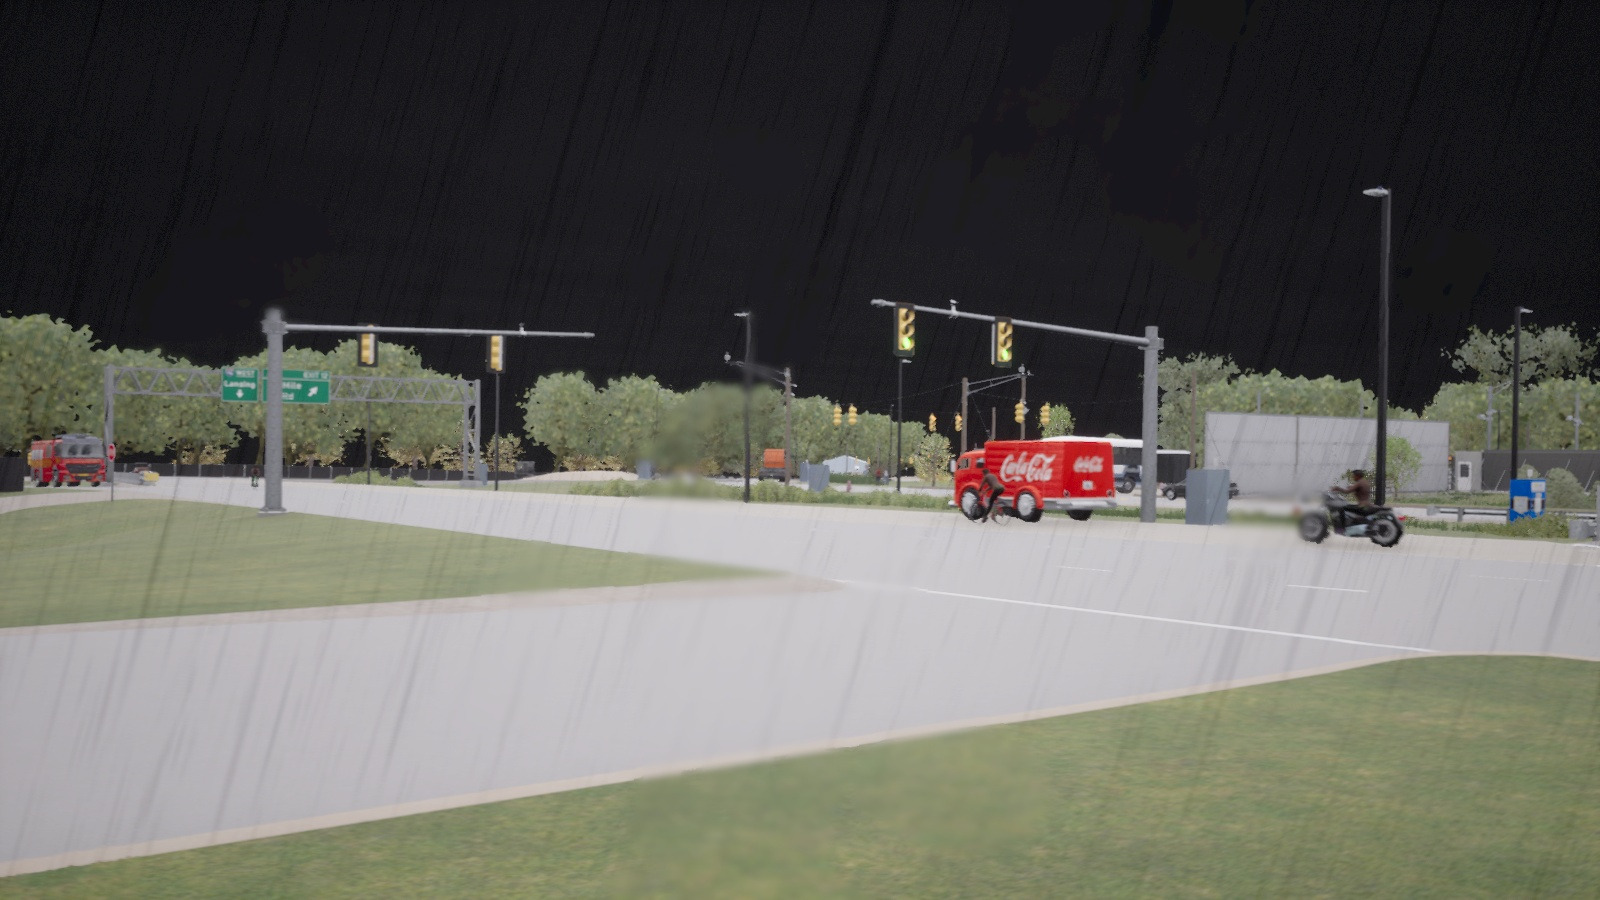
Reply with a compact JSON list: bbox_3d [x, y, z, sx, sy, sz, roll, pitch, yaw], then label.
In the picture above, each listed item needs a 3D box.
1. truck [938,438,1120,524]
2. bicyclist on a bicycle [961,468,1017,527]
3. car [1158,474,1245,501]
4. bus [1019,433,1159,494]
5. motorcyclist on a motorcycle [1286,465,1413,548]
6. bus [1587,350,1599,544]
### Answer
[{"bbox_3d":[7.005,0.914,38.948,2.627,2.467,5.204,0,-1,-35],"label":"truck"},{"bbox_3d":[5.294,1.310,35.254,0.582,1.620,1.656,0,-1,-35],"label":"bicyclist on a bicycle"},{"bbox_3d":[24.040,2.201,75.406,1.837,1.490,4.892,0,0,-34],"label":"car"},{"bbox_3d":[22.314,1.042,96.893,10.273,4.253,3.944,2,2,-28],"label":"bus"},{"bbox_3d":[11.465,1.159,26.280,0.766,1.649,2.350,0,-1,-34],"label":"motorcyclist on a motorcycle"},{"bbox_3d":[22.653,0.077,29.049,10.273,4.253,3.944,2,-2,-36],"label":"bus"}]
